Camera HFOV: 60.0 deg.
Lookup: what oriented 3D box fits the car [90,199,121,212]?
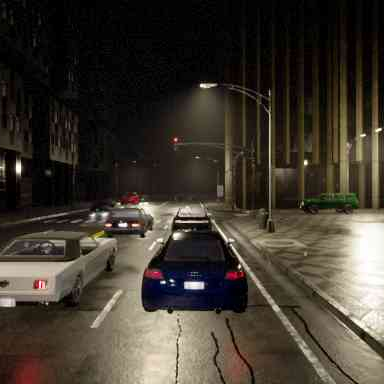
[{"bbox_3d":[-9.864,1.492,37.401,2.033,1.411,5.357,0,0,0],"label":"car"}]

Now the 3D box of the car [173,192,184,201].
[{"bbox_3d":[-3.277,1.302,75.033,1.837,1.490,4.892,0,0,0],"label":"car"}]

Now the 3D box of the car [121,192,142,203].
[{"bbox_3d":[-9.859,1.105,53.076,2.150,2.045,5.566,0,1,0],"label":"car"}]

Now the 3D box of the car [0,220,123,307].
[{"bbox_3d":[-3.151,1.597,7.902,1.895,1.301,4.718,0,0,0],"label":"car"}]

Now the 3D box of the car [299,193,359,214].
[{"bbox_3d":[13.556,1.113,33.029,5.566,2.045,2.150,0,0,2],"label":"car"}]

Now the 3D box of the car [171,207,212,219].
[{"bbox_3d":[-0.007,1.478,16.556,2.128,1.511,4.902,0,0,0],"label":"car"}]

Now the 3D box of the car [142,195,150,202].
[{"bbox_3d":[-9.779,1.339,68.014,2.128,1.511,4.902,0,1,0],"label":"car"}]

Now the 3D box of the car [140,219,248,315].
[{"bbox_3d":[0.083,1.561,7.682,1.994,1.385,4.181,0,0,1],"label":"car"}]

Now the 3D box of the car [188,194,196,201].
[{"bbox_3d":[-0.027,1.342,75.033,2.033,1.411,5.357,0,0,0],"label":"car"}]

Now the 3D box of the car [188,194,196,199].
[{"bbox_3d":[-0.031,1.199,85.485,1.895,1.301,4.718,0,0,0],"label":"car"}]

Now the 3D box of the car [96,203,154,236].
[{"bbox_3d":[-3.158,1.533,17.493,2.033,1.411,5.357,0,0,0],"label":"car"}]
